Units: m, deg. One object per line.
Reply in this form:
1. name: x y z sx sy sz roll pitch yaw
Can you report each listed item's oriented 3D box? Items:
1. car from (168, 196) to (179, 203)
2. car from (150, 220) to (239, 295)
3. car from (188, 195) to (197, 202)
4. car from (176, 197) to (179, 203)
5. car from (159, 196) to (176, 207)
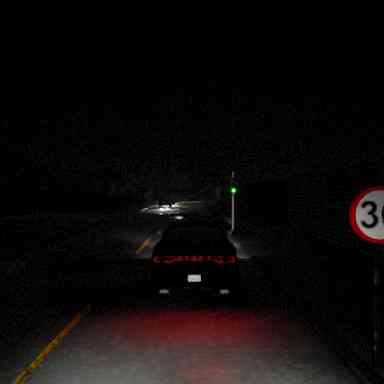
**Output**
1. car: -3.864 1.595 70.404 1.895 1.301 4.718 0 0 0
2. car: 0.070 1.478 8.782 1.882 1.535 5.008 0 0 1
3. car: 0.138 1.339 71.329 1.812 1.442 4.674 0 0 0
4. car: -3.956 1.492 60.353 2.128 1.511 4.902 0 0 0
5. car: -3.997 1.491 50.872 2.128 1.511 4.902 0 0 0
